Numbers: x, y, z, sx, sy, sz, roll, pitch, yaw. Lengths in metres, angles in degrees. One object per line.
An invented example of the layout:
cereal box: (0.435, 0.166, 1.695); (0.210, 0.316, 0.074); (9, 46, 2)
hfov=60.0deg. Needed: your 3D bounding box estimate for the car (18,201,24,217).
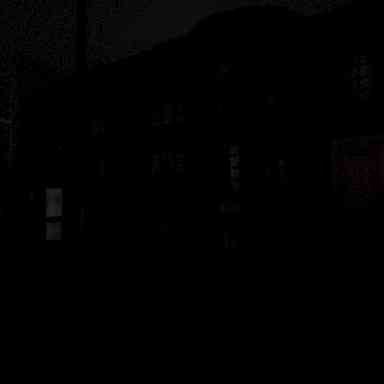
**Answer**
car: (-15.304, 1.491, 28.192); (2.128, 1.511, 4.902); (0, 0, 35)
